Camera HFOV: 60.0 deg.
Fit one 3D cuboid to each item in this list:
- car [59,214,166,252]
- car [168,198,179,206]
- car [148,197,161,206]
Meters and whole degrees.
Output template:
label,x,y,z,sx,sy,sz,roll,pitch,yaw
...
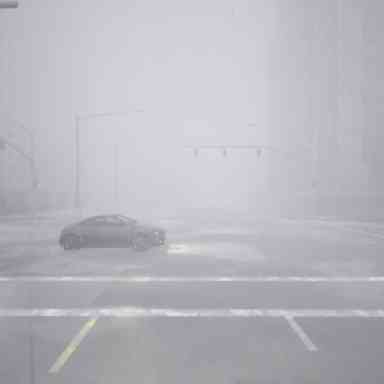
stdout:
label,x,y,z,sx,sy,sz,roll,pitch,yaw
car,-3.183,1.611,13.621,4.181,1.385,1.994,0,0,0
car,-3.352,1.802,61.444,2.033,1.411,5.357,0,0,2
car,-6.858,1.732,61.465,1.882,1.535,5.008,0,0,2
